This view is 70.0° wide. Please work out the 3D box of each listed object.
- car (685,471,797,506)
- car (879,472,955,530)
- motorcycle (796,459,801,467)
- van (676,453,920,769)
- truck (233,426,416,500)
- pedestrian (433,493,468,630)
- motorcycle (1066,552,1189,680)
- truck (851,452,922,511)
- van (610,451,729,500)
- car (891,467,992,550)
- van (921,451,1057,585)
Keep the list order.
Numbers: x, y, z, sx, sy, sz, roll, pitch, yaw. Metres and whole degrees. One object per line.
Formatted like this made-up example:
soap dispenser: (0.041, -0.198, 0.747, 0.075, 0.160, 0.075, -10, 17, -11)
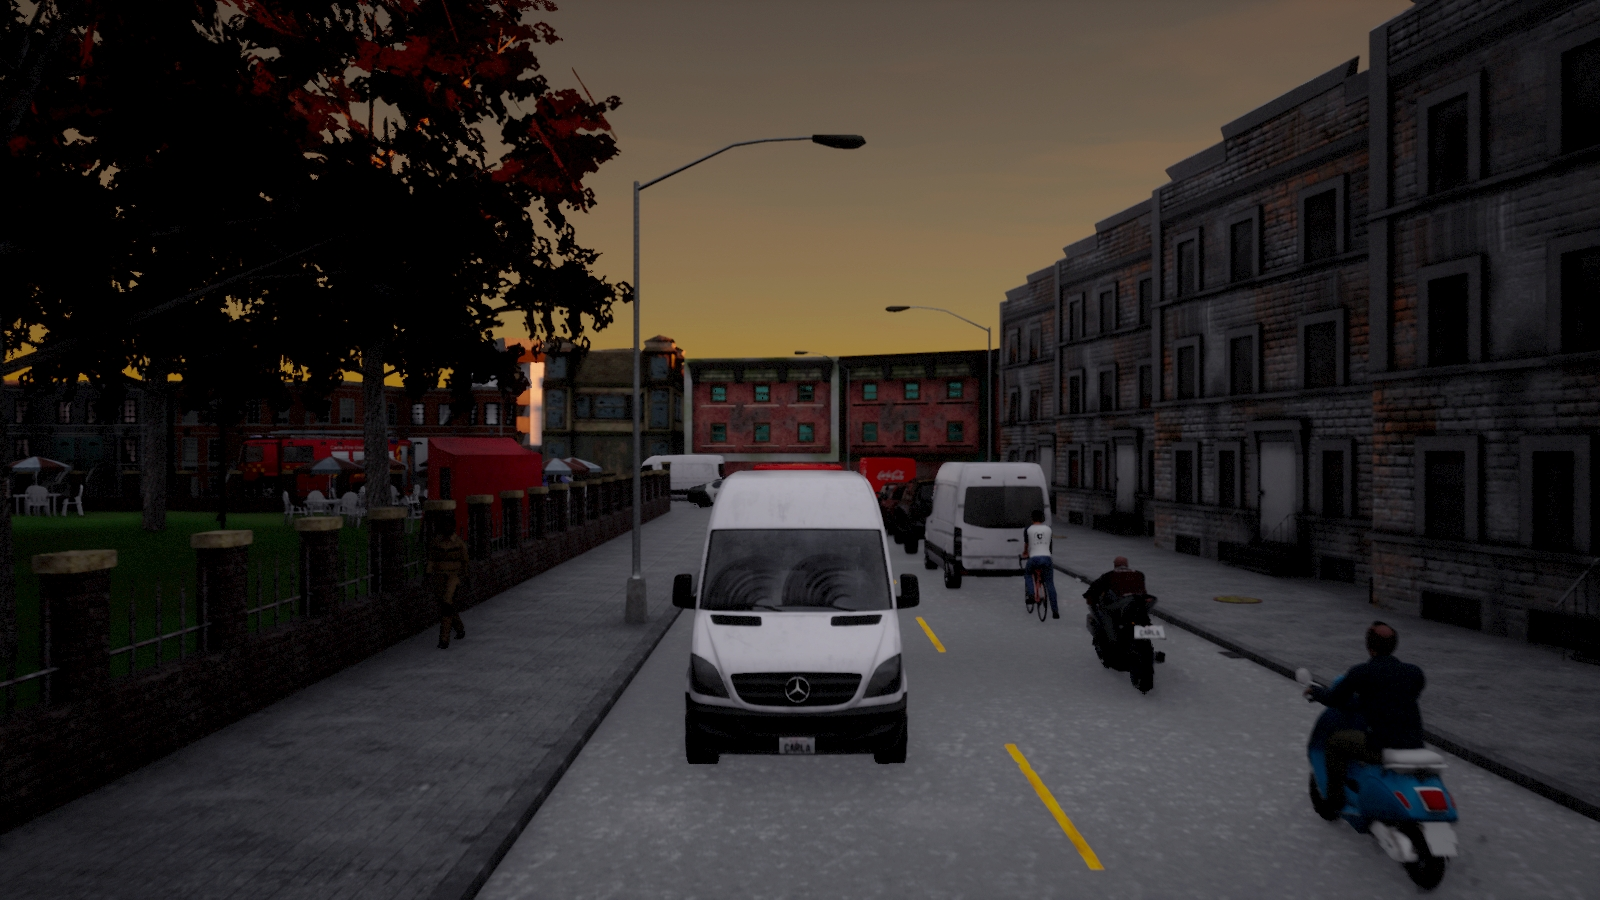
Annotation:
car: (-2.849, 1.820, 54.695, 4.974, 1.542, 2.038, 0, 1, 26)
car: (3.927, 1.686, 39.151, 2.097, 1.767, 4.553, 0, 0, 0)
motorcycle: (-0.226, 1.962, 179.370, 0.856, 1.236, 1.805, 0, 0, 0)
van: (-0.031, 1.314, 12.250, 1.988, 2.561, 5.915, 0, 0, 0)
truck: (-25.011, 0.670, 60.388, 8.468, 3.827, 2.891, 0, 0, -1)
pedestrian: (-4.823, 1.525, 15.771, 0.375, 1.860, 0.375, 0, 0, 0)
motorcycle: (3.969, 1.985, 14.056, 0.867, 1.251, 2.209, 0, 0, 0)
truck: (3.798, 1.349, 51.318, 2.627, 2.467, 5.204, 0, 0, -2)
van: (-6.861, 1.315, 60.281, 5.915, 2.561, 1.988, 0, 0, 10)
car: (3.883, 1.559, 32.356, 2.150, 2.045, 5.566, 0, 0, 0)
van: (3.946, 1.314, 24.933, 1.988, 2.561, 5.915, 0, 0, 0)
